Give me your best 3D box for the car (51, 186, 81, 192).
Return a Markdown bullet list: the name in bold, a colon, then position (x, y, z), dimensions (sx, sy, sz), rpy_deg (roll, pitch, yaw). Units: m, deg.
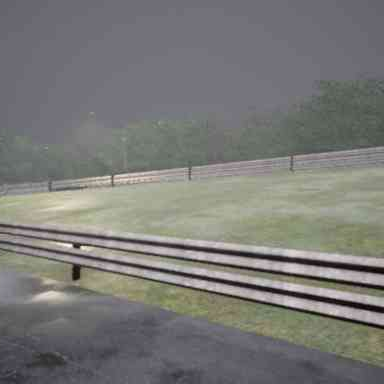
- **car**: position (-18.985, -0.443, 49.803), dimensions (4.718, 1.301, 1.895), rpy_deg (-4, -2, 24)
